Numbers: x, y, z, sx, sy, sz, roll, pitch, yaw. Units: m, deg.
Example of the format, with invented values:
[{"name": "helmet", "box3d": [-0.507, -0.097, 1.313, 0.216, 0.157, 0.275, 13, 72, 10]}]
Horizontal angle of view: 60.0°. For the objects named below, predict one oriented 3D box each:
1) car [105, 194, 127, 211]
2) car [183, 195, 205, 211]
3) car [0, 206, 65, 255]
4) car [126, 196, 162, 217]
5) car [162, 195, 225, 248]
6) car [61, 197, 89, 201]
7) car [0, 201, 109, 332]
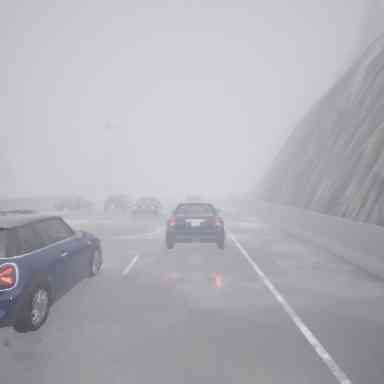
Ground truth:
[{"name": "car", "box3d": [-6.832, 0.948, 31.121, 1.837, 1.490, 4.892, 0, 1, 0]}, {"name": "car", "box3d": [0.175, 0.997, 31.671, 1.994, 1.385, 4.181, 0, 1, 1]}, {"name": "car", "box3d": [-6.881, 1.363, 13.198, 1.895, 1.301, 4.718, 0, 1, 0]}, {"name": "car", "box3d": [-3.364, 1.089, 25.582, 2.033, 1.411, 5.357, 0, 1, 0]}, {"name": "car", "box3d": [0.119, 1.106, 13.670, 2.097, 1.767, 4.553, 0, 1, 0]}, {"name": "car", "box3d": [-10.347, 1.072, 29.555, 1.895, 1.301, 4.718, 0, 1, 0]}, {"name": "car", "box3d": [-3.390, 1.229, 6.763, 2.097, 1.767, 4.553, 0, 1, 0]}]
